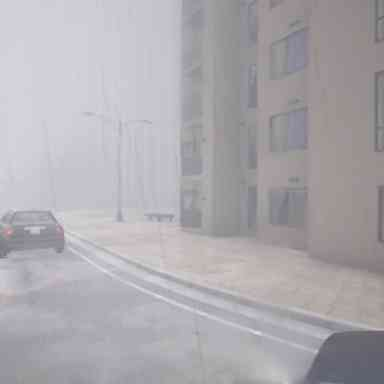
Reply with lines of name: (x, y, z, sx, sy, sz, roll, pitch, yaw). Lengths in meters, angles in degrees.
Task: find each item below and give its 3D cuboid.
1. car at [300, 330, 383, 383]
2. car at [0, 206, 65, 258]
car: (3.306, 1.583, 1.718, 5.357, 1.411, 2.033, 0, 0, 32)
car: (-6.647, 1.402, 13.356, 2.097, 1.767, 4.553, 1, 0, -34)
